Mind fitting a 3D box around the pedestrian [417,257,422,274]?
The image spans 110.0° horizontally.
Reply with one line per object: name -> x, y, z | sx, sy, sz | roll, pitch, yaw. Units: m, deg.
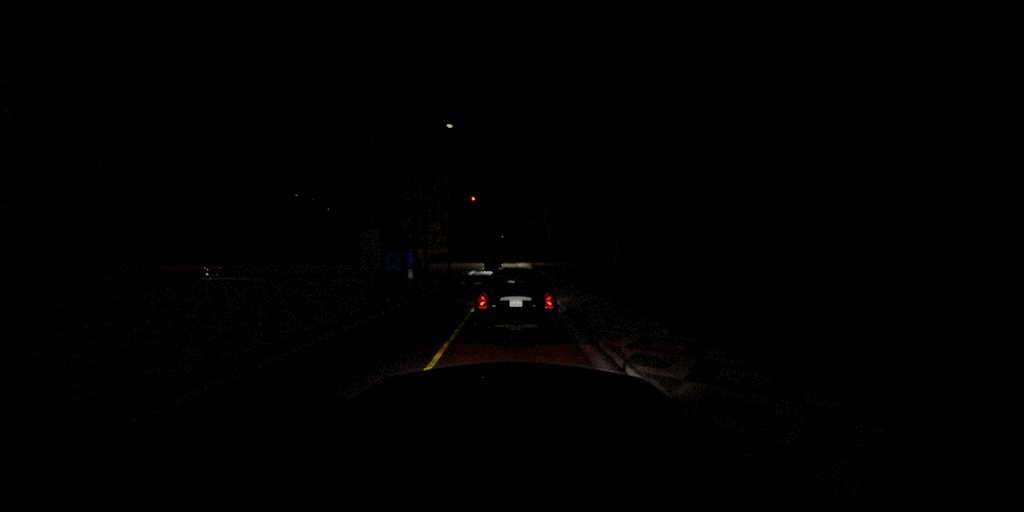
pedestrian -> -10.053, 0.982, 38.677 | 0.375, 1.860, 0.375 | 0, 0, 1

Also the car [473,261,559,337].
car -> 0.098, 1.143, 10.545 | 2.097, 1.767, 4.553 | 0, 0, 0

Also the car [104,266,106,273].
car -> -44.377, 1.261, 36.485 | 4.892, 1.490, 1.837 | 0, 0, 2

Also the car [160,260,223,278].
car -> -29.318, 1.163, 32.948 | 4.553, 1.767, 2.097 | 0, 0, 2
